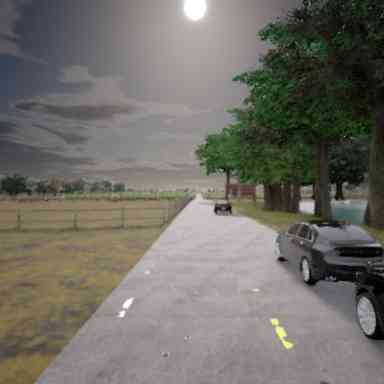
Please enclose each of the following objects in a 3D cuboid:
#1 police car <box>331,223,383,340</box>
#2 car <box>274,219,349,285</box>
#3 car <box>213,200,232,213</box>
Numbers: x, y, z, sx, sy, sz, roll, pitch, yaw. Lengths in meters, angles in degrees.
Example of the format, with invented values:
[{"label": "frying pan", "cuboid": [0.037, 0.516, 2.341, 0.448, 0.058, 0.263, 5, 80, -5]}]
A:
[{"label": "police car", "cuboid": [3.614, 1.462, 3.685, 1.930, 1.638, 5.238, 1, 0, 1]}, {"label": "car", "cuboid": [3.719, 1.550, 9.574, 1.837, 1.490, 4.892, 1, 0, 1]}, {"label": "car", "cuboid": [3.483, 1.611, 38.452, 1.882, 1.535, 5.008, 1, 0, 1]}]
